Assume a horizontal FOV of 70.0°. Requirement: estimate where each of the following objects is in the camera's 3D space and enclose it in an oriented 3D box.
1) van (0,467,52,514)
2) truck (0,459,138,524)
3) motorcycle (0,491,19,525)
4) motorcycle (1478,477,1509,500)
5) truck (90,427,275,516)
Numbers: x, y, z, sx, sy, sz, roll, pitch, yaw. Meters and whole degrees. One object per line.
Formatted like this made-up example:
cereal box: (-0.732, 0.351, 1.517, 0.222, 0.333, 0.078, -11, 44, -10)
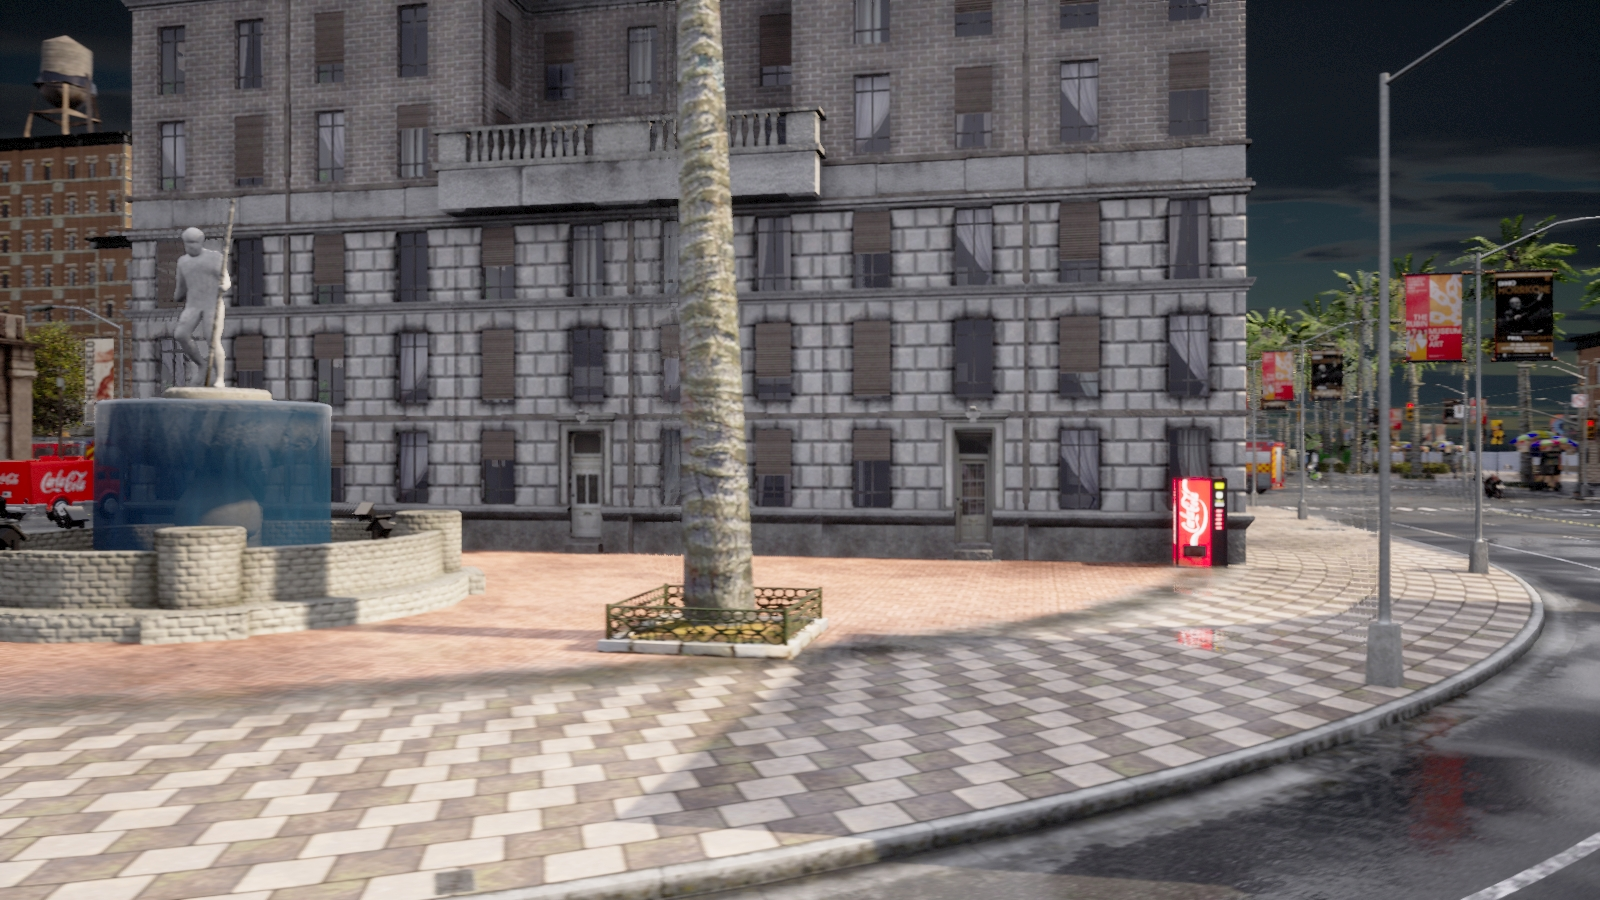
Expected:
van: (-36.489, 1.827, 51.541, 2.069, 2.038, 4.480, 0, 0, 11)
truck: (-30.293, 1.610, 46.837, 2.627, 2.467, 5.204, 0, 0, 12)
motorcycle: (-31.013, 2.245, 43.426, 0.867, 1.251, 2.209, 0, 0, 12)
motorcycle: (40.198, 2.242, 66.246, 0.867, 1.251, 2.209, 0, 0, 12)
truck: (-28.649, 0.938, 53.590, 2.891, 3.827, 8.468, 0, 0, 12)
